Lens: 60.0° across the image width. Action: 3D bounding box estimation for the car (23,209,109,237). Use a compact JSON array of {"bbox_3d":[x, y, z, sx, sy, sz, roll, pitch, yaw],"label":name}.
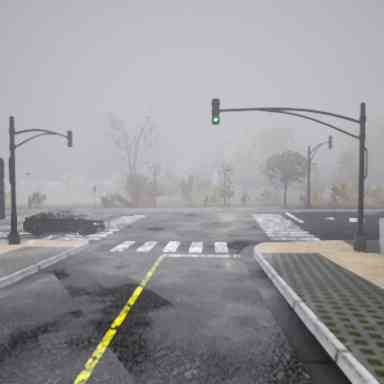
[{"bbox_3d":[-7.497,1.797,19.928,4.902,1.511,2.128,-1,2,6],"label":"car"}]
